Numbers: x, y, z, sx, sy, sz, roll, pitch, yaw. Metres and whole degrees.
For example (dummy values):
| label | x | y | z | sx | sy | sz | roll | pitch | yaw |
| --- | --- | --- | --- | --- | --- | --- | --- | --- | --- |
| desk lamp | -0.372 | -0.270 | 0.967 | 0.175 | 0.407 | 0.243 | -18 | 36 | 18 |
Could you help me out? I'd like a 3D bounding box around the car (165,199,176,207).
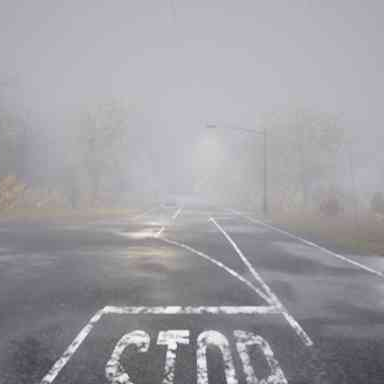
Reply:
| label | x | y | z | sx | sy | sz | roll | pitch | yaw |
| --- | --- | --- | --- | --- | --- | --- | --- | --- | --- |
| car | -3.671 | 1.873 | 57.609 | 2.033 | 1.411 | 5.357 | 0 | 0 | -2 |
